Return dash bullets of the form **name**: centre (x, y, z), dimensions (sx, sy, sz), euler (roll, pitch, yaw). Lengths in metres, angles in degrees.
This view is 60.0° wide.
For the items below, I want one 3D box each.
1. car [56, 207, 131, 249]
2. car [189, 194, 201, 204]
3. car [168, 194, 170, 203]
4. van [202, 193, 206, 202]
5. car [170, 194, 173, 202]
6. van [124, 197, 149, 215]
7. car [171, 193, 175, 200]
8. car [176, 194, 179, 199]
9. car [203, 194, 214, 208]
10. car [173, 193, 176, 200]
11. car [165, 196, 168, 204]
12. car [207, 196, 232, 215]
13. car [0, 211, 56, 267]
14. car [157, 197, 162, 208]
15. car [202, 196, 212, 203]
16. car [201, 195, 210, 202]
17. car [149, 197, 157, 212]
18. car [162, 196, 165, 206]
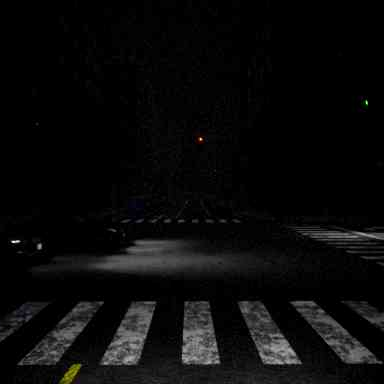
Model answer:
- **car**: centre (-5.176, 1.520, 13.898), dimensions (4.674, 1.442, 1.812), euler (0, 0, 0)
- **car**: centre (0.338, 1.565, 63.725), dimensions (1.994, 1.385, 4.181), euler (0, 0, 0)
- **car**: centre (-5.533, 1.527, 61.566), dimensions (1.752, 1.417, 4.829), euler (0, 0, 0)
- **van**: centre (2.963, 1.344, 56.028), dimensions (1.690, 1.788, 3.998), euler (0, 0, 0)
- **car**: centre (-5.502, 1.566, 67.404), dimensions (1.947, 1.339, 4.313), euler (0, 0, 0)
- **van**: centre (-5.684, 1.343, 33.395), dimensions (1.690, 1.788, 3.998), euler (0, 0, 0)
- **car**: centre (-5.472, 1.543, 73.072), dimensions (1.887, 1.381, 4.507), euler (0, 0, 0)
- **car**: centre (-5.381, 1.306, 90.078), dimensions (2.192, 1.841, 5.009), euler (0, 0, 0)
- **car**: centre (2.902, 1.443, 44.690), dimensions (1.967, 1.590, 4.097), euler (0, 0, 0)
- **car**: centre (-5.442, 1.522, 78.571), dimensions (1.752, 1.417, 4.829), euler (0, 0, 0)
- **car**: centre (-5.563, 1.568, 56.068), dimensions (1.947, 1.339, 4.313), euler (0, 0, 0)
- **car**: centre (2.842, 1.442, 33.352), dimensions (1.967, 1.590, 4.097), euler (0, 0, 0)
- **car**: centre (-7.326, 1.487, 10.630), dimensions (4.902, 1.511, 2.128), euler (0, 0, 0)
- **car**: centre (-5.623, 1.569, 44.732), dimensions (1.947, 1.339, 4.313), euler (0, 0, 0)
- **car**: centre (3.024, 1.551, 67.367), dimensions (2.008, 1.369, 4.403), euler (0, 0, 0)
- **car**: centre (3.084, 1.436, 78.706), dimensions (1.967, 1.590, 4.097), euler (0, 0, 0)
- **car**: centre (-5.654, 1.443, 39.064), dimensions (1.967, 1.590, 4.097), euler (0, 0, 0)
- **car**: centre (-5.593, 1.585, 50.400), dimensions (1.802, 1.307, 4.206), euler (0, 0, 0)
